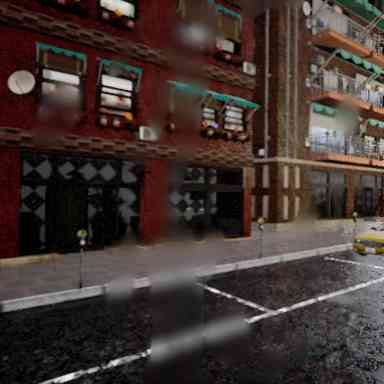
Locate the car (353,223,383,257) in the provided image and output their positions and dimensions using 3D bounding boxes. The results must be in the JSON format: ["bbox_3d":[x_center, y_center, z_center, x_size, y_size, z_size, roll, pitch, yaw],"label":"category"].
[{"bbox_3d":[7.658,1.550,12.015,4.829,1.417,1.752,0,1,-36],"label":"car"}]
